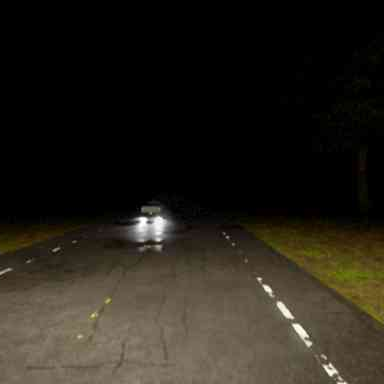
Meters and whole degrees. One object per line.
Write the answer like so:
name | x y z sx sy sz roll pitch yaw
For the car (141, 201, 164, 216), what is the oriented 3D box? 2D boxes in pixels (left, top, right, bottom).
car | -3.679 1.551 31.526 1.895 1.301 4.718 0 0 -1
